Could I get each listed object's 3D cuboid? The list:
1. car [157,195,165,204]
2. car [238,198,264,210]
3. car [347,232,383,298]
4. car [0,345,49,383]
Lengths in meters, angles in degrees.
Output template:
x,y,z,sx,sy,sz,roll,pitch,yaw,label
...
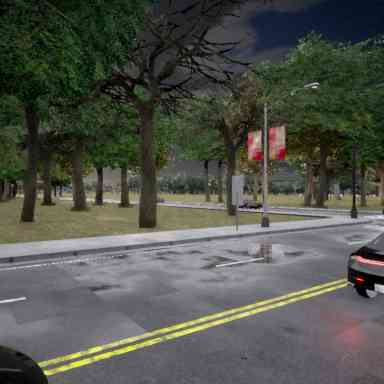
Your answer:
x,y,z,sx,sy,sz,roll,pitch,yaw,label
-6.753,1.309,60.977,2.097,1.767,4.553,0,0,-35,car
6.675,1.520,41.961,2.033,1.411,5.357,0,0,-35,car
5.336,1.492,7.242,4.902,1.511,2.128,0,0,-35,car
-3.162,1.478,1.186,5.008,1.535,1.882,0,0,-35,car
